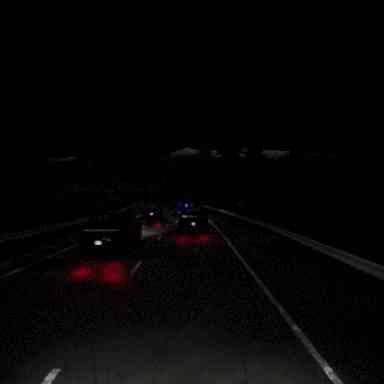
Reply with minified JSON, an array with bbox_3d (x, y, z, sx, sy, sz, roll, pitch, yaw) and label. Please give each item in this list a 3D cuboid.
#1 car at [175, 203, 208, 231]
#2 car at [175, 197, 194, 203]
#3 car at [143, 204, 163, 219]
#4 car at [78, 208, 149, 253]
[{"bbox_3d":[0.035,1.734,22.486,2.128,1.511,4.902,0,-1,-1],"label":"car"},{"bbox_3d":[-0.894,1.659,40.637,2.150,2.045,5.566,0,-1,-5],"label":"car"},{"bbox_3d":[-3.846,1.880,32.823,1.812,1.442,4.674,0,-1,-3],"label":"car"},{"bbox_3d":[-3.393,1.648,14.458,2.128,1.511,4.902,0,-1,0],"label":"car"}]
